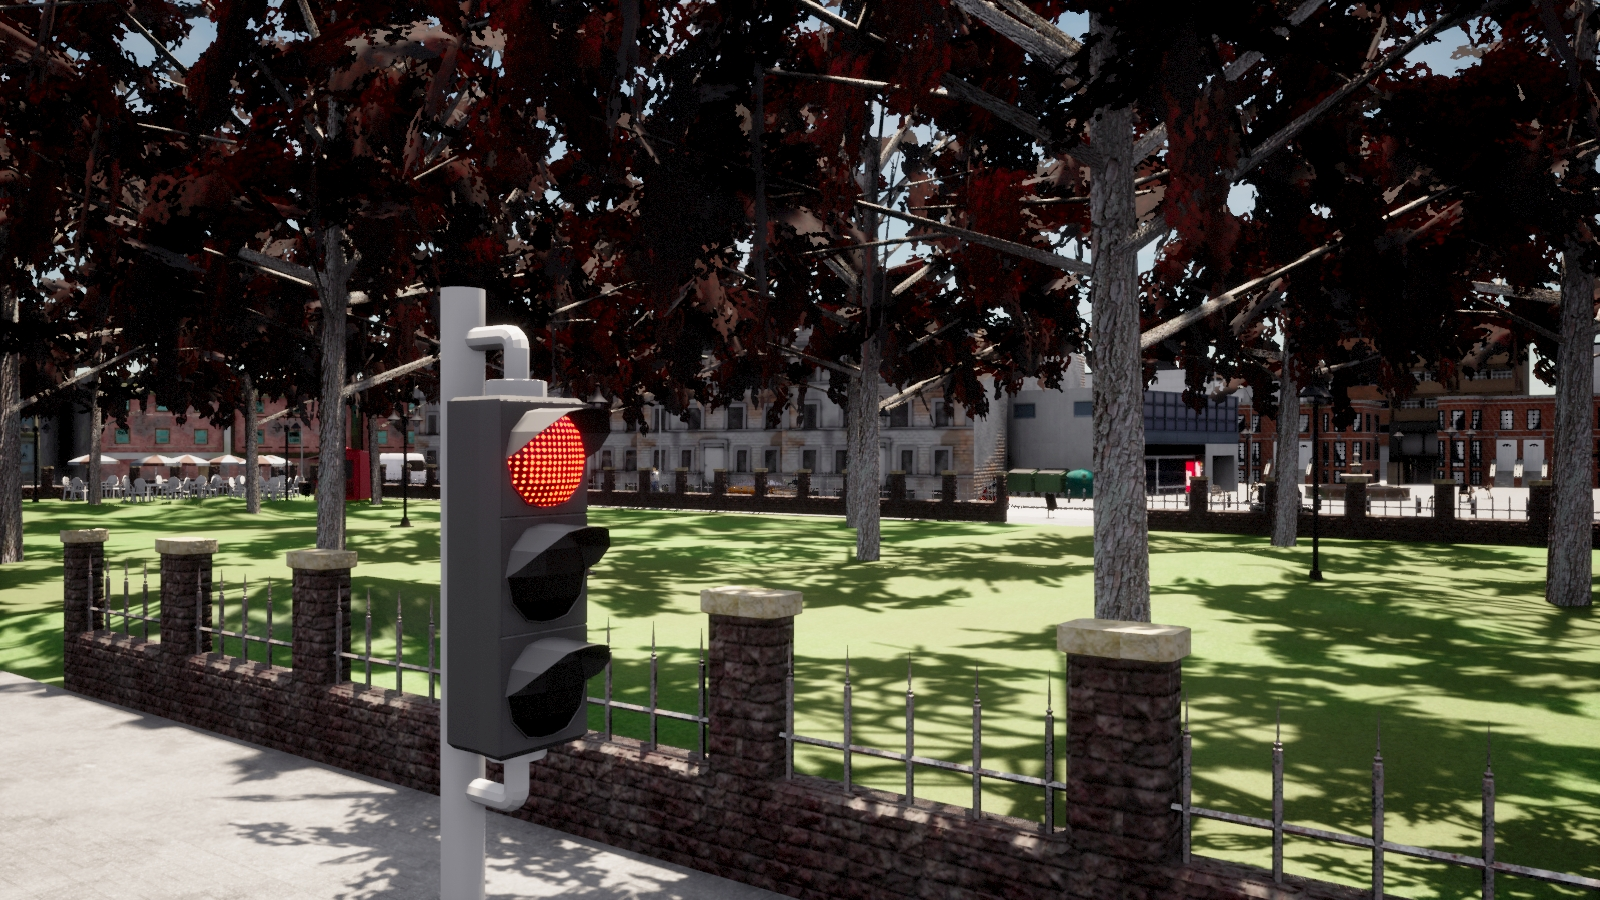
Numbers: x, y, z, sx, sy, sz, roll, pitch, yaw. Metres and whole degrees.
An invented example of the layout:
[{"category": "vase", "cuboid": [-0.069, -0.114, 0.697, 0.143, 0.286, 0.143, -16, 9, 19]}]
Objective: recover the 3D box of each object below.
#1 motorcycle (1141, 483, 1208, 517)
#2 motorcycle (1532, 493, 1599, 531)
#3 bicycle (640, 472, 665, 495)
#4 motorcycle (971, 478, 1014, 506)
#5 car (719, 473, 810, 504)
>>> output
[{"category": "motorcycle", "cuboid": [14.657, 1.949, 44.771, 2.356, 1.277, 0.764, 0, 0, 36]}, {"category": "motorcycle", "cuboid": [25.068, 1.993, 37.195, 2.033, 1.145, 0.803, 0, 0, 36]}, {"category": "bicycle", "cuboid": [-8.617, 1.936, 66.629, 1.643, 1.296, 0.373, 0, 0, 36]}, {"category": "motorcycle", "cuboid": [9.048, 1.962, 53.770, 1.805, 1.236, 0.856, 0, 0, 36]}, {"category": "car", "cuboid": [-1.784, 1.898, 56.724, 4.181, 1.385, 1.994, 0, 0, 36]}]
